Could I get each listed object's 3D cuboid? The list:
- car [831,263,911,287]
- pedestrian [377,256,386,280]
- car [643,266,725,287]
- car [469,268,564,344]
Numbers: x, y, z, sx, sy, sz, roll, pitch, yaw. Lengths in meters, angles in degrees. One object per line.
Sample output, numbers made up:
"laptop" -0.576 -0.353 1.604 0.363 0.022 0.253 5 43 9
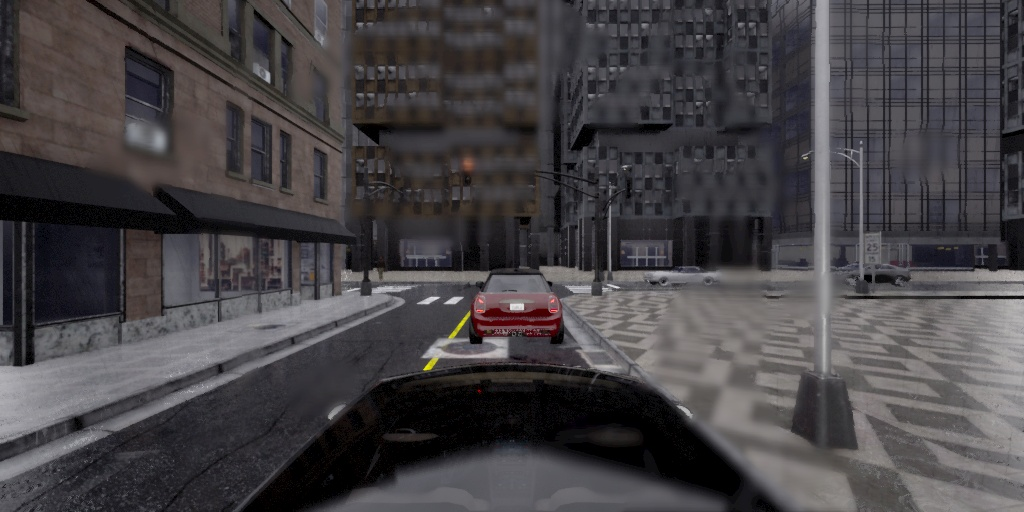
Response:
"car" 23.047 1.207 23.527 4.902 1.511 2.128 0 0 1
"pedestrian" -9.839 0.902 26.925 0.375 1.860 0.375 0 0 1
"car" 11.194 1.333 23.659 4.718 1.301 1.895 0 0 1
"car" 0.068 1.102 9.743 2.097 1.767 4.553 0 0 -1
